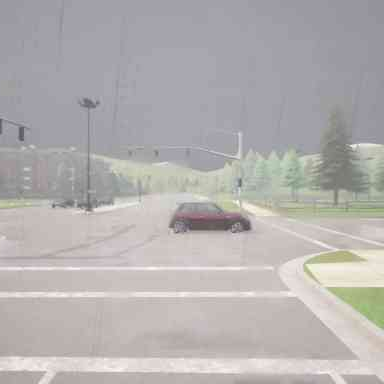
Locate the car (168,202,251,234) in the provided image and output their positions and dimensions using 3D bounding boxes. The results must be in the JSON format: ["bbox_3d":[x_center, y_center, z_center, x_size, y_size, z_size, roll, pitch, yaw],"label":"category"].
[{"bbox_3d":[0.984,1.352,18.600,4.553,1.767,2.097,0,0,-1],"label":"car"}]

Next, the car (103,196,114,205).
[{"bbox_3d":[-14.920,1.505,58.203,1.837,1.490,4.892,0,0,0],"label":"car"}]

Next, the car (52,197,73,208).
[{"bbox_3d":[-18.438,1.491,47.741,2.128,1.511,4.902,0,0,0],"label":"car"}]

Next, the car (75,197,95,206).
[{"bbox_3d":[-18.421,1.564,57.494,1.994,1.385,4.181,0,0,0],"label":"car"}]

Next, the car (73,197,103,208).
[{"bbox_3d":[-14.934,1.547,48.121,2.033,1.411,5.357,0,0,0],"label":"car"}]
